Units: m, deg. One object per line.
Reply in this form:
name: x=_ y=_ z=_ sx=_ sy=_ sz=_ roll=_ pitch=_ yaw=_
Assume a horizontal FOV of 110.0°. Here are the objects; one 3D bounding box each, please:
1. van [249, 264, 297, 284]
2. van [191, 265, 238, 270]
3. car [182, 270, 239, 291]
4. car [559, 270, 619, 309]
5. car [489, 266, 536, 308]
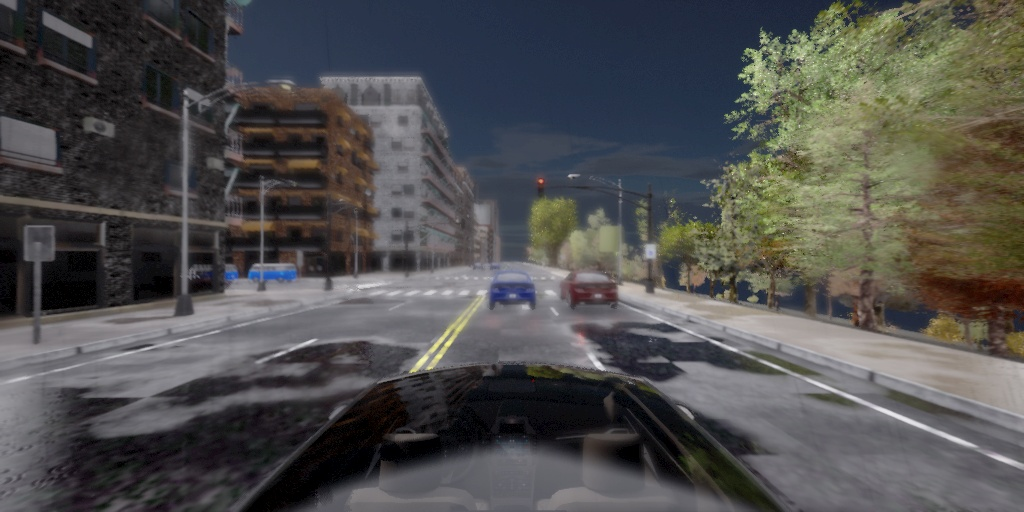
van: x=-22.705 y=1.698 z=34.124 sx=3.998 sy=1.789 sz=1.690 roll=0 pitch=0 yaw=-1
van: x=-28.307 y=1.771 z=34.049 sx=3.998 sy=1.789 sz=1.690 roll=0 pitch=0 yaw=-1
car: x=-22.622 y=1.881 z=25.778 sx=4.207 sy=1.307 sz=1.802 roll=0 pitch=0 yaw=-1
car: x=3.283 y=1.380 z=16.028 sx=1.882 sy=1.535 sz=5.008 roll=0 pitch=0 yaw=0
car: x=-0.020 y=1.380 z=16.042 sx=1.882 sy=1.535 sz=5.008 roll=0 pitch=0 yaw=-1
